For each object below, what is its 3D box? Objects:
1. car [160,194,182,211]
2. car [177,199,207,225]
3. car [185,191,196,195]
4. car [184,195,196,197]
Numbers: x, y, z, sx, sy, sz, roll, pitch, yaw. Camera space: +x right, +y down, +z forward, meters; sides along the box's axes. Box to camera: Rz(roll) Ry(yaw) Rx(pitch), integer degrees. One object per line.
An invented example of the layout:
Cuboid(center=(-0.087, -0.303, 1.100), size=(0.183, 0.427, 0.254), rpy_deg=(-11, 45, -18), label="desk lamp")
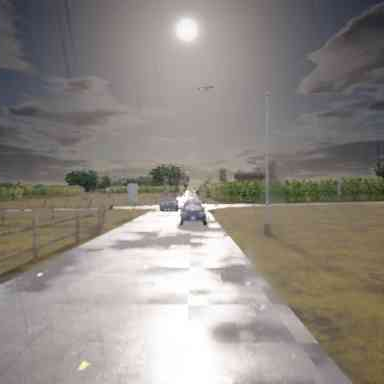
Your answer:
Cuboid(center=(-2.638, 1.353, 39.967), size=(2.097, 1.767, 4.553), rpy_deg=(0, 0, 0), label="car")
Cuboid(center=(0.078, 1.503, 23.662), size=(1.812, 1.442, 4.674), rpy_deg=(0, 0, 0), label="car")
Cuboid(center=(-0.029, 0.597, 91.182), size=(2.150, 2.045, 5.566), rpy_deg=(0, 1, 0), label="car")
Cuboid(center=(0.103, 1.442, 35.687), size=(1.882, 1.535, 5.008), rpy_deg=(0, 0, 1), label="car")
